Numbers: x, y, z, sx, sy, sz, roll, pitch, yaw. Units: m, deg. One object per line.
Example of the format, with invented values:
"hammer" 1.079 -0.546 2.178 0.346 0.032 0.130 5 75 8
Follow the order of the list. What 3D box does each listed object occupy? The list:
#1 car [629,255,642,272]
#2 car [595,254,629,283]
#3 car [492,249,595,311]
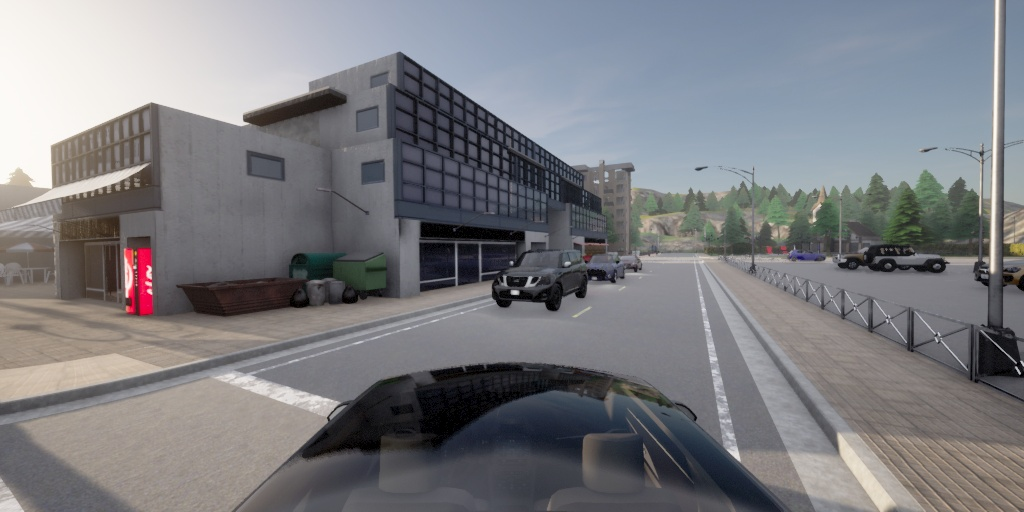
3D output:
"car" 10.339 0.607 31.737 1.812 1.442 4.674 0 1 27
"car" 5.743 0.660 22.595 2.097 1.767 4.553 0 1 27
"car" 1.330 0.747 13.804 2.150 2.045 5.566 0 1 27
